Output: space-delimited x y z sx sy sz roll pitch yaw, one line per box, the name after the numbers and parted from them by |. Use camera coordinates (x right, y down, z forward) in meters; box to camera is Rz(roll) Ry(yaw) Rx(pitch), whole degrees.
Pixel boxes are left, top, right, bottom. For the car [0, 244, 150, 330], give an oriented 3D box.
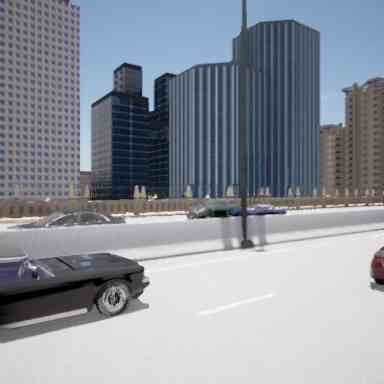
-3.151 1.601 5.797 4.718 1.301 1.895 0 0 -35 | car

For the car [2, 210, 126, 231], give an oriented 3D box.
-4.977 1.505 13.339 4.892 1.490 1.837 0 0 -35 | car

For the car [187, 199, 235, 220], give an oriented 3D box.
1.815 1.352 26.779 4.553 1.767 2.097 0 0 -35 | car

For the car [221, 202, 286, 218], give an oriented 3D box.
4.737 1.601 24.566 4.718 1.301 1.895 0 0 -35 | car

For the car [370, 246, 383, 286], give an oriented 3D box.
6.257 1.564 8.209 4.181 1.385 1.994 0 0 -35 | car
